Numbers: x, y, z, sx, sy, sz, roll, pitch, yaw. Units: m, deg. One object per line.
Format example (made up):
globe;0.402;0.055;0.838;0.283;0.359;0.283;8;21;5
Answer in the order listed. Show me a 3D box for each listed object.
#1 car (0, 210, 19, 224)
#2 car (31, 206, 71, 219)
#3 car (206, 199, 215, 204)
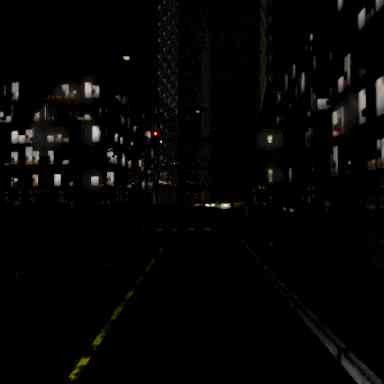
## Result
car;-17.453;2.172;29.289;4.403;1.369;2.008;-1;0;11
car;-15.891;2.316;37.521;4.403;1.369;2.008;-1;0;11
car;4.825;2.580;87.095;1.895;1.301;4.718;0;-1;10
